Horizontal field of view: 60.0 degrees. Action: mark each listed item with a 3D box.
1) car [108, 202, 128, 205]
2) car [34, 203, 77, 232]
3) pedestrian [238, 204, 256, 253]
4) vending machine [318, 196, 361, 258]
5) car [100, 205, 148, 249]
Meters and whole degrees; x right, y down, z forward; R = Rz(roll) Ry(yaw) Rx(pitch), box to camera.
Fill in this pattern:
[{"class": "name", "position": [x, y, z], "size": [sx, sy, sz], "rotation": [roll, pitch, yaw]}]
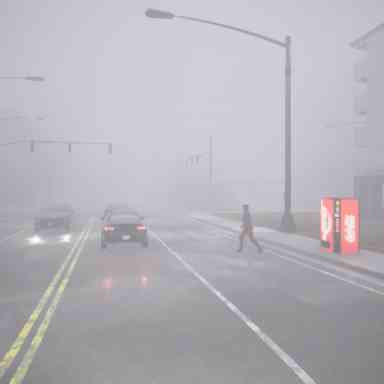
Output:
[{"class": "car", "position": [-5.250, 1.472, 23.414], "size": [1.882, 1.535, 5.008], "rotation": [0, 0, -14]}, {"class": "car", "position": [-8.221, 1.473, 20.341], "size": [1.882, 1.535, 5.008], "rotation": [0, 0, -14]}, {"class": "pedestrian", "position": [1.996, 1.291, 12.073], "size": [0.375, 1.860, 0.375], "rotation": [0, 0, -14]}, {"class": "vending machine", "position": [5.230, 1.192, 11.823], "size": [1.100, 2.100, 0.880], "rotation": [0, 0, -14]}, {"class": "car", "position": [-3.027, 1.522, 14.638], "size": [1.812, 1.442, 4.674], "rotation": [0, 0, -14]}]
